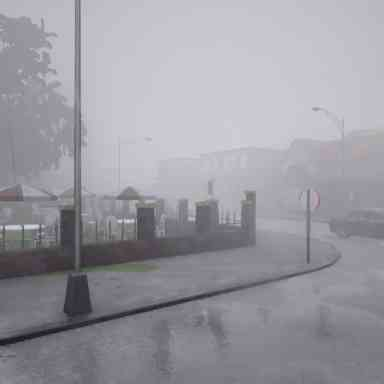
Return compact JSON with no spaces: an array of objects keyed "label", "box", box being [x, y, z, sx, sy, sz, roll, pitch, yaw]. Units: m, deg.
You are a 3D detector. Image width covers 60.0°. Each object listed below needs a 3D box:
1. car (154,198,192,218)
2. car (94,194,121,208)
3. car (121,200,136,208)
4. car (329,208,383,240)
[{"label":"car","box":[-1.965,1.352,30.252,2.097,1.767,4.553,0,0,-36]},{"label":"car","box":[-11.866,1.223,44.162,2.150,2.045,5.566,0,0,-35]},{"label":"car","box":[-10.012,1.477,48.730,1.882,1.535,5.008,0,0,-35]},{"label":"car","box":[8.542,1.506,14.942,1.837,1.490,4.892,1,-1,-26]}]
